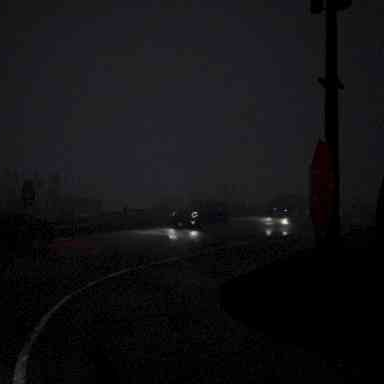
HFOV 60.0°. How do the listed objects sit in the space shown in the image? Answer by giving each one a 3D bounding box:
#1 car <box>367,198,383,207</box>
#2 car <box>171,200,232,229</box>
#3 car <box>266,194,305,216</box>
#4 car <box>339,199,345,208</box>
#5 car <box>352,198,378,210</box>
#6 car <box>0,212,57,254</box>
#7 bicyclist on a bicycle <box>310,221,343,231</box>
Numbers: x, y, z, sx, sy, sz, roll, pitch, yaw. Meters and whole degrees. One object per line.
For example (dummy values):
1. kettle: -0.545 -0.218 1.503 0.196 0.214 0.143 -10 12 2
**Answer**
1. car: 28.197 1.573 50.553 1.895 1.301 4.718 0 0 38
2. car: 0.696 1.324 21.375 2.097 1.767 4.553 0 0 38
3. car: 9.174 1.194 32.217 2.150 2.045 5.566 0 0 38
4. car: 19.075 1.595 44.724 1.895 1.301 4.718 0 0 38
5. car: 22.010 1.536 42.634 1.994 1.385 4.181 0 0 38
6. car: -7.060 1.478 11.215 1.837 1.490 4.892 0 0 35
7. bicyclist on a bicycle: 6.927 1.269 17.196 1.656 1.620 0.582 0 0 38
